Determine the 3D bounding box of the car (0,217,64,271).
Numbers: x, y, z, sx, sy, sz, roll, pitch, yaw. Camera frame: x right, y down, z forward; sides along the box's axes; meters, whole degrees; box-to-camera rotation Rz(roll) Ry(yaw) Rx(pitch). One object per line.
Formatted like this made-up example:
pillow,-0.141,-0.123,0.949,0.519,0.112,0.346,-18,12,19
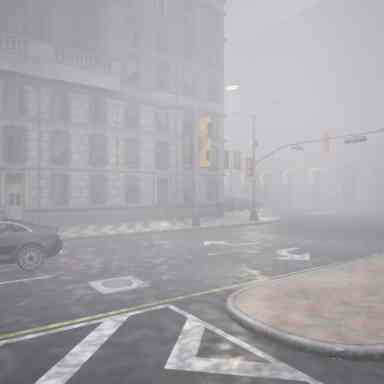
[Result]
car,-6.229,1.491,9.380,4.902,1.511,2.128,0,0,-35

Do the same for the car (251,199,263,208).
car,7.404,1.547,46.463,2.033,1.411,5.357,0,0,-36

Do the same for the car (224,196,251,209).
car,5.050,1.351,43.748,2.097,1.767,4.553,0,0,-36

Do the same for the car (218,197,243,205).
car,6.888,1.600,59.654,1.895,1.301,4.718,0,0,-35
